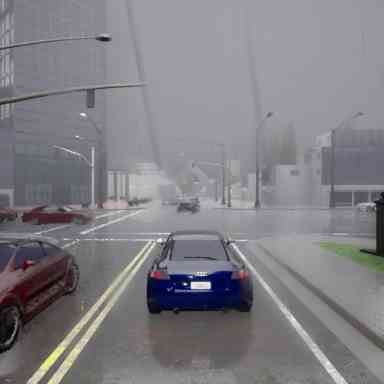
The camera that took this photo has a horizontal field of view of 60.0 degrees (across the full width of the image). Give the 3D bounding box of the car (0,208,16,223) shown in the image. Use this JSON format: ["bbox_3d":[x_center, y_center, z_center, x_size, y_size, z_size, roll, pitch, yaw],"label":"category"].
[{"bbox_3d":[-16.230,1.632,26.101,4.674,1.442,1.812,-1,0,0],"label":"car"}]

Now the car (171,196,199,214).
[{"bbox_3d":[-0.385,1.508,35.177,2.128,1.511,4.902,0,0,8],"label":"car"}]

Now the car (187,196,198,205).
[{"bbox_3d":[0.129,1.477,61.850,1.882,1.535,5.008,0,0,0],"label":"car"}]

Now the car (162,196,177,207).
[{"bbox_3d":[-3.566,1.491,51.162,2.128,1.511,4.902,0,0,0],"label":"car"}]

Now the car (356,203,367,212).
[{"bbox_3d":[20.760,1.477,37.085,4.674,1.442,1.812,0,0,-2],"label":"car"}]

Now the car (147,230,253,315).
[{"bbox_3d":[0.091,1.564,7.685,1.994,1.385,4.181,0,0,-2],"label":"car"}]

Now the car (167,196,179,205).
[{"bbox_3d":[-3.516,1.505,61.561,1.837,1.490,4.892,0,0,1],"label":"car"}]

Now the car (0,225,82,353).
[{"bbox_3d":[-3.573,1.564,5.957,1.994,1.385,4.181,0,0,0],"label":"car"}]

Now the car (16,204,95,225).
[{"bbox_3d":[-9.022,1.569,22.653,4.674,1.442,1.812,0,0,0],"label":"car"}]

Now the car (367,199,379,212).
[{"bbox_3d":[20.520,1.515,33.571,4.181,1.385,1.994,0,0,0],"label":"car"}]
